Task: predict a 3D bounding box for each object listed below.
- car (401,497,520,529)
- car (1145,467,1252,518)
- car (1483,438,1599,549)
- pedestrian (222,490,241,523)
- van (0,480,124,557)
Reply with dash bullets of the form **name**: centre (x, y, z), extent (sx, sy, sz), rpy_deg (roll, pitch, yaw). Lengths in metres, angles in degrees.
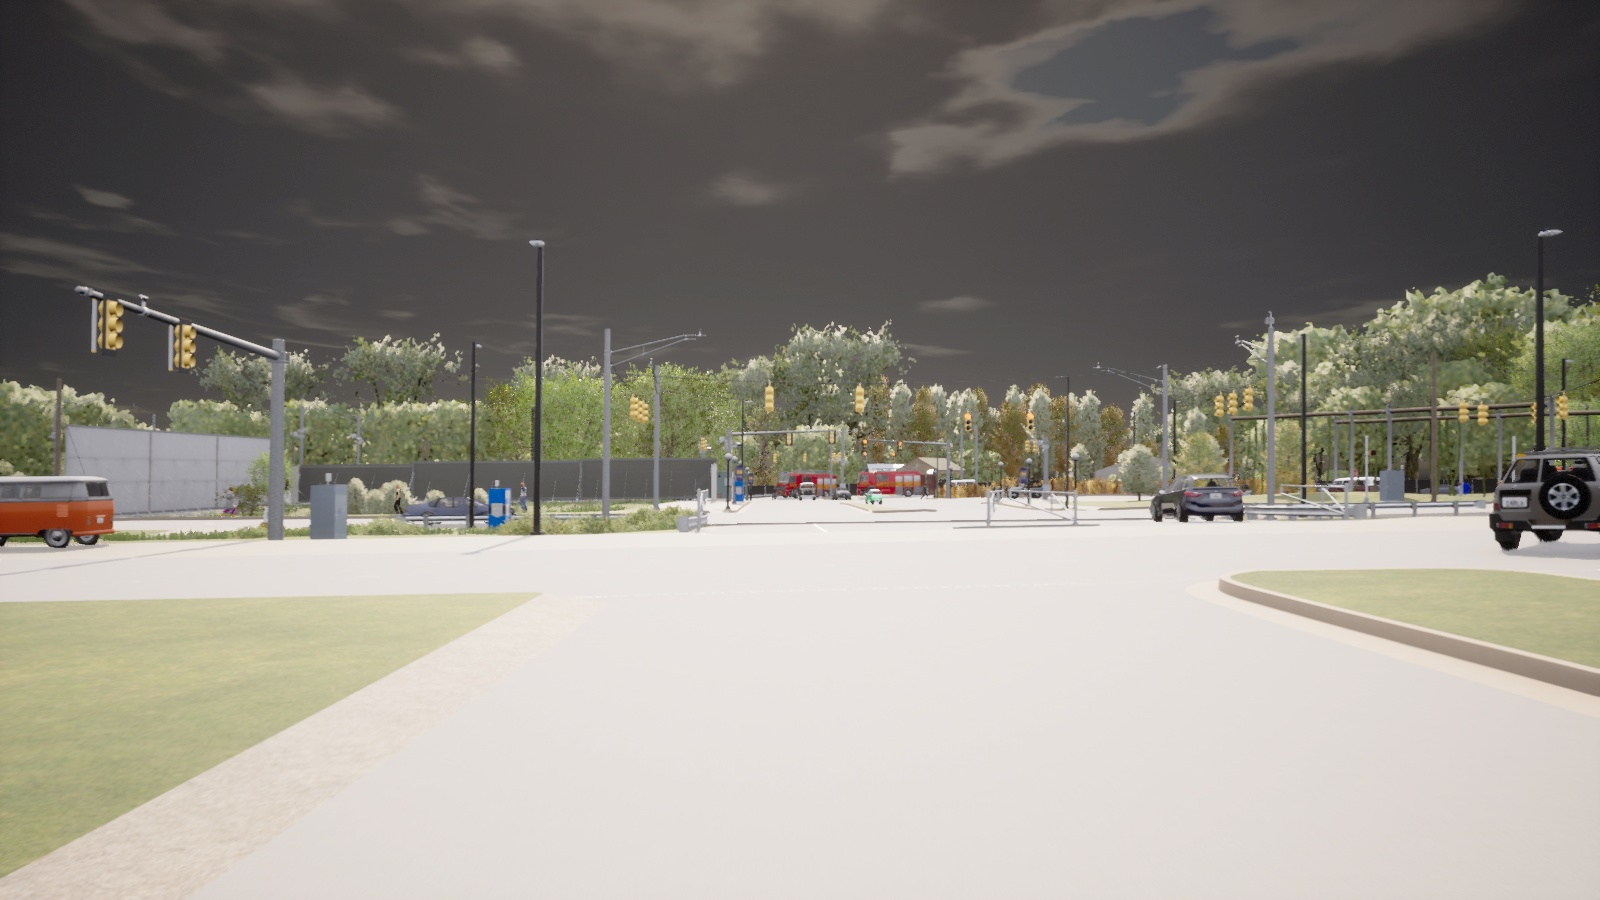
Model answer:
- **car**: centre (-16.843, 3.132, 62.433), extent (5.357, 1.411, 2.033), rpy_deg (-1, -1, -1)
- **car**: centre (14.094, 1.545, 44.712), extent (2.242, 1.667, 4.611), rpy_deg (-1, -3, -1)
- **car**: centre (14.395, 0.767, 23.196), extent (1.932, 1.855, 4.605), rpy_deg (-4, -2, 43)
- **pedestrian**: centre (-34.074, 3.382, 75.269), extent (0.873, 1.952, 0.659), rpy_deg (0, -1, -1)
- **van**: centre (-21.445, 1.898, 34.805), extent (4.442, 1.987, 1.775), rpy_deg (-1, -1, -1)
